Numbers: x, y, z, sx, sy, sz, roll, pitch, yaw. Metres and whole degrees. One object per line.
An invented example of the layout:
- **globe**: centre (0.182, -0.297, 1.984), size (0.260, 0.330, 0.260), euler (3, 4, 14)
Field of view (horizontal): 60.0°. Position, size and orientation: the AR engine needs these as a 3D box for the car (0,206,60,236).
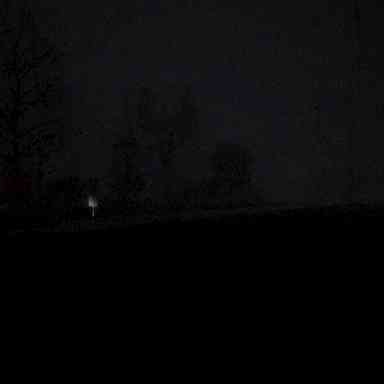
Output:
- **car**: centre (-9.621, 1.487, 18.260), size (1.812, 1.442, 4.674), euler (1, 0, 36)
